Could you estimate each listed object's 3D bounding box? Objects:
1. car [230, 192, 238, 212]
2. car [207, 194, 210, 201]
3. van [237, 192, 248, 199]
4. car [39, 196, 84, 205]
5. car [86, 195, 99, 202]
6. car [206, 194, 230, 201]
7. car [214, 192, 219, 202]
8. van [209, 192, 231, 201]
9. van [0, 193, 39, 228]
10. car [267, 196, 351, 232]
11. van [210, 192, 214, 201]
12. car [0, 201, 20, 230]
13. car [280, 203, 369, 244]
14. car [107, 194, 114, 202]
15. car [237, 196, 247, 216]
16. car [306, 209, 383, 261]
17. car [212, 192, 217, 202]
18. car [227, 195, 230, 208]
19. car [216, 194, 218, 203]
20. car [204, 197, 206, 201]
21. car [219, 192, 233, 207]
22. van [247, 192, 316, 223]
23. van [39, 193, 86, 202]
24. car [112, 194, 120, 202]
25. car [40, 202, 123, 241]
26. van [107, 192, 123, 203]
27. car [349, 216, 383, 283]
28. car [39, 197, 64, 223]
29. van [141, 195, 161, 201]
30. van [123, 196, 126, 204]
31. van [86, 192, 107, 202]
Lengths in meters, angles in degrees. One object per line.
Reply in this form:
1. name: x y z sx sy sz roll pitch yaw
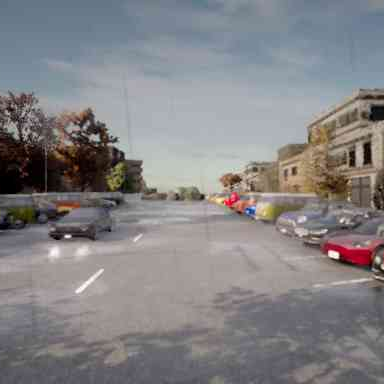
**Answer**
1. car: 6.338 1.170 31.040 4.553 1.767 2.185 1 0 -20
2. car: 6.125 1.217 63.249 5.366 1.575 1.946 1 0 -20
3. van: 6.481 1.085 28.157 4.442 1.987 1.878 1 0 -20
4. car: -11.265 1.322 25.261 5.366 1.575 1.946 -1 0 -20
5. car: -11.444 1.339 31.081 4.674 1.452 2.002 -1 1 -20
6. car: 6.347 1.477 80.956 5.366 1.575 1.946 2 -2 -20
7. car: 6.510 1.245 48.713 5.366 1.575 1.946 1 0 -20
8. van: 6.337 1.090 75.086 4.442 1.987 1.878 1 -2 -20
9. van: -11.537 1.136 19.260 4.442 1.987 1.878 -1 1 -20
10. car: 6.423 1.249 16.386 4.553 1.767 2.185 1 1 -20
11. van: 6.204 1.000 60.333 4.442 1.987 1.878 1 0 -20
12. car: -11.451 1.408 16.352 4.792 1.488 2.163 -1 1 -20
13. car: 6.402 1.395 13.447 4.892 1.521 2.231 1 1 -20
14. car: -11.460 1.319 36.975 4.674 1.452 2.002 -1 0 -20
15. car: 6.369 1.323 25.181 5.008 1.535 2.097 1 0 -20
16. car: 6.373 1.442 10.500 4.792 1.488 2.163 1 1 -20
17. car: 6.501 1.235 54.574 5.366 1.575 1.946 1 0 -20
18. car: 6.363 1.325 33.978 4.674 1.452 2.002 1 0 -20
19. car: 6.308 1.281 45.708 4.792 1.488 2.163 1 0 -20
20. car: 6.209 1.385 77.962 4.892 1.521 2.231 1 -2 -20
21. car: 6.385 1.024 36.926 5.566 2.045 2.435 1 0 -20
22. van: 6.276 1.112 22.202 4.442 1.987 1.878 1 1 -20
23. van: -11.555 1.089 28.096 4.442 1.987 1.878 -1 1 -20
24. car: -11.468 1.309 39.920 4.674 1.452 2.002 -1 0 -20
25. car: -5.126 1.438 16.382 2.033 1.411 5.357 0 0 0
26. van: -11.578 1.038 42.815 4.442 1.987 1.878 -1 0 -20
27. car: 6.416 1.434 7.574 4.892 1.521 2.231 1 1 -20
28. car: -11.426 1.343 22.251 4.892 1.521 2.231 -1 1 -20
29. van: -11.649 1.795 91.717 4.442 1.987 1.878 1 -3 -21
30. van: -11.367 1.028 45.849 4.442 1.987 1.878 -1 0 -20
31. van: -11.349 1.061 34.072 4.442 1.987 1.878 -1 0 -20
